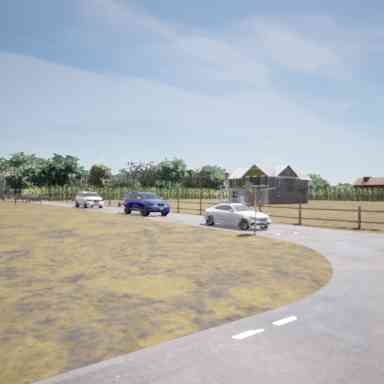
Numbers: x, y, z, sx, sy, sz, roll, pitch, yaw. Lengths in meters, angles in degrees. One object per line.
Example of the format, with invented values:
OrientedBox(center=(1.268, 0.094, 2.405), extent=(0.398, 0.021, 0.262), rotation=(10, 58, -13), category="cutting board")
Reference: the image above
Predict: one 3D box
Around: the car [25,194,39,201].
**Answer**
OrientedBox(center=(-40.173, 1.533, 84.298), extent=(2.128, 1.511, 4.902), rotation=(2, -2, -36), category="car")

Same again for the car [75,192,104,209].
OrientedBox(center=(-12.894, 0.998, 41.645), extent=(2.150, 2.045, 5.566), rotation=(2, 0, -35), category="car")

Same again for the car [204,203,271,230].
OrientedBox(center=(2.616, 1.414, 20.174), extent=(1.812, 1.442, 4.674), rotation=(2, -1, -38), category="car")

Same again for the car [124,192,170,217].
OrientedBox(center=(-4.102, 1.043, 29.414), extent=(2.150, 2.045, 5.566), rotation=(2, -1, -36), category="car")
